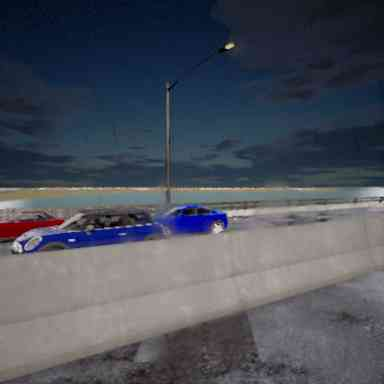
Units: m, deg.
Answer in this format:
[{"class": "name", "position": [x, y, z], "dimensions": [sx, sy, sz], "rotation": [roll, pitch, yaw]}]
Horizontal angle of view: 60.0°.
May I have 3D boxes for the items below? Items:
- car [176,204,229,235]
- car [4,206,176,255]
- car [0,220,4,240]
[{"class": "car", "position": [-0.444, 1.396, 16.544], "dimensions": [5.008, 1.535, 1.882], "rotation": [-1, 0, -35]}, {"class": "car", "position": [-3.068, 1.321, 10.392], "dimensions": [4.553, 1.767, 2.097], "rotation": [-1, 0, -35]}, {"class": "car", "position": [-7.932, 1.578, 15.525], "dimensions": [4.718, 1.301, 1.895], "rotation": [-1, 0, -35]}]
